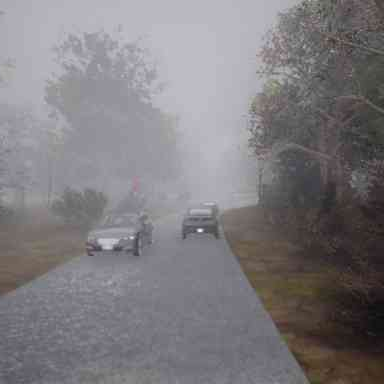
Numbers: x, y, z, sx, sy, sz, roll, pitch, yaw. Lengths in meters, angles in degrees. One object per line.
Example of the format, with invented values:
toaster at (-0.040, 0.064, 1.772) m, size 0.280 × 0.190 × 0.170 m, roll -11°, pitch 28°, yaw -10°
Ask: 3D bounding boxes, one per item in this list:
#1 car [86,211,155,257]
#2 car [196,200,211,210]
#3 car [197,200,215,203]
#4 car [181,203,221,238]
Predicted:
car at (-2.639, 1.517, 13.127) m, size 2.128 × 1.511 × 4.902 m, roll 0°, pitch 0°, yaw 2°
car at (2.003, 2.100, 55.730) m, size 1.837 × 1.490 × 4.892 m, roll 0°, pitch -1°, yaw 11°
car at (1.927, 1.763, 36.065) m, size 1.812 × 1.442 × 4.674 m, roll 0°, pitch -1°, yaw 6°
car at (0.479, 1.557, 17.965) m, size 1.837 × 1.490 × 4.892 m, roll 0°, pitch 0°, yaw 2°
